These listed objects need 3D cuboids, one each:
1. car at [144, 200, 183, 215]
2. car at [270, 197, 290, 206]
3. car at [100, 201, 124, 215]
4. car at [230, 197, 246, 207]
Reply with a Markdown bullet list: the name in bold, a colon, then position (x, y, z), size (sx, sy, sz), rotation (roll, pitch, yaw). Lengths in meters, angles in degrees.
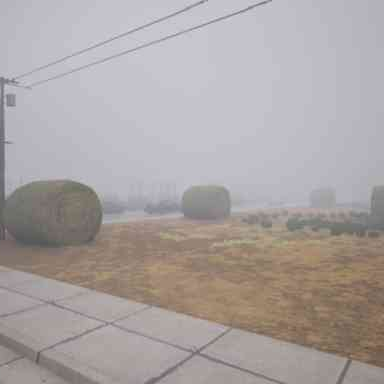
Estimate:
- **car**: position (-2.665, 1.480, 32.837), size (1.812, 1.442, 4.674), rotation (0, 0, 38)
- **car**: position (14.326, 1.481, 54.408), size (1.812, 1.442, 4.674), rotation (0, 0, 38)
- **car**: position (-8.477, 1.516, 31.468), size (1.994, 1.385, 4.181), rotation (0, 0, 38)
- **car**: position (6.415, 1.460, 50.232), size (1.837, 1.490, 4.892), rotation (0, -1, 39)
